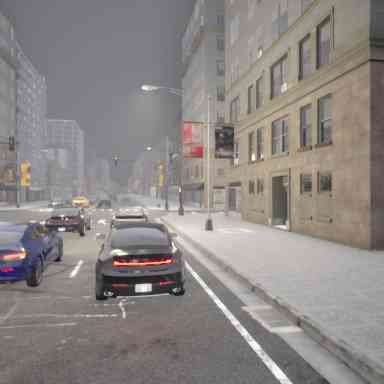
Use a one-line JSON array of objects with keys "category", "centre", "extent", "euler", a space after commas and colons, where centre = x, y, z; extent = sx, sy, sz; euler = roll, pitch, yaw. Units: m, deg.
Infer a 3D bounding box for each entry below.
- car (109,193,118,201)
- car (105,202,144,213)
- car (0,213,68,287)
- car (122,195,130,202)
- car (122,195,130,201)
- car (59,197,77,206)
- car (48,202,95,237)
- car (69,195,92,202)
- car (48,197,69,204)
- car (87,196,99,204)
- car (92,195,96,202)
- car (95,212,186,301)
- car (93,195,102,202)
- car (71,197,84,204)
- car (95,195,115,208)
[{"category": "car", "centre": [-19.717, 1.247, 82.667], "extent": [2.150, 2.045, 5.566], "euler": [0, 0, -11]}, {"category": "car", "centre": [-3.297, 1.495, 17.579], "extent": [2.128, 1.511, 4.902], "euler": [0, 0, -11]}, {"category": "car", "centre": [-4.784, 1.527, 9.020], "extent": [1.812, 1.442, 4.674], "euler": [0, 0, -11]}, {"category": "car", "centre": [-15.869, 1.617, 80.018], "extent": [1.895, 1.301, 4.718], "euler": [0, 0, -11]}, {"category": "car", "centre": [-17.840, 1.499, 89.814], "extent": [1.882, 1.535, 5.008], "euler": [0, 0, -11]}, {"category": "car", "centre": [-21.393, 1.568, 57.745], "extent": [2.033, 1.411, 5.357], "euler": [0, 0, -11]}, {"category": "car", "centre": [-6.591, 1.509, 17.988], "extent": [1.837, 1.490, 4.892], "euler": [0, 0, -11]}, {"category": "car", "centre": [-16.335, 1.496, 48.949], "extent": [1.882, 1.535, 5.008], "euler": [0, 0, -11]}, {"category": "car", "centre": [-19.546, 1.510, 48.175], "extent": [2.128, 1.511, 4.902], "euler": [0, 0, -14]}, {"category": "car", "centre": [-20.008, 1.575, 67.647], "extent": [1.994, 1.385, 4.181], "euler": [0, 0, -11]}, {"category": "car", "centre": [-18.132, 1.373, 58.036], "extent": [2.097, 1.767, 4.553], "euler": [0, 0, -12]}, {"category": "car", "centre": [-1.360, 1.506, 8.456], "extent": [1.837, 1.490, 4.892], "euler": [0, 0, -11]}, {"category": "car", "centre": [-21.999, 1.497, 77.532], "extent": [1.837, 1.490, 4.892], "euler": [0, 0, -11]}, {"category": "car", "centre": [-23.311, 1.617, 67.588], "extent": [1.895, 1.301, 4.718], "euler": [0, 0, -11]}, {"category": "car", "centre": [-12.823, 1.523, 49.068], "extent": [1.837, 1.490, 4.892], "euler": [0, 0, -11]}]
